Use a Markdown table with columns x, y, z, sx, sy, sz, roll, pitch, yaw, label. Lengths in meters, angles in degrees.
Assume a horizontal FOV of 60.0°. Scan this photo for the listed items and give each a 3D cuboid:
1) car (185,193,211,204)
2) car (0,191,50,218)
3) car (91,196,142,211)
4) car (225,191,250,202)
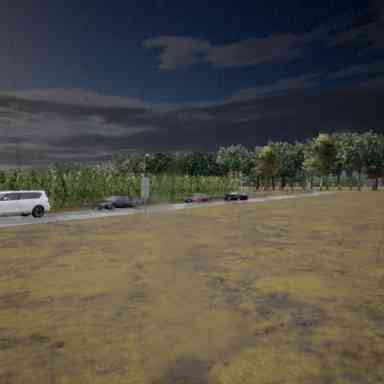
| x | y | z | sx | sy | sz | roll | pitch | yaw | label |
| --- | --- | --- | --- | --- | --- | --- | --- | --- | --- |
| 0.821 | 0.820 | 44.246 | 1.994 | 1.385 | 4.181 | 0 | 1 | 35 | car |
| -13.248 | 0.933 | 24.309 | 2.150 | 2.045 | 5.566 | 0 | 1 | 35 | car |
| -7.300 | 1.065 | 32.743 | 2.033 | 1.411 | 5.357 | 0 | 1 | 35 | car |
| 6.464 | 0.635 | 47.145 | 1.882 | 1.535 | 5.008 | 0 | 1 | 35 | car |
